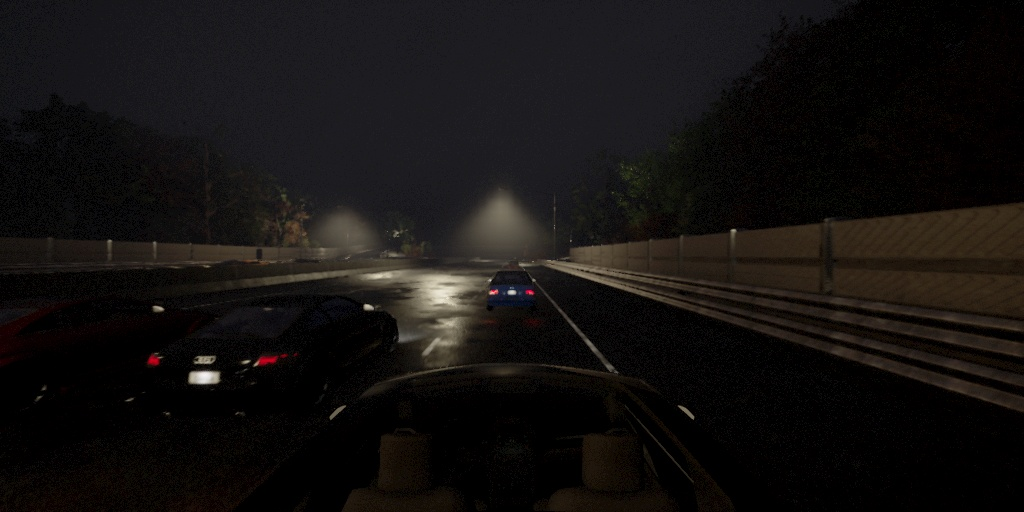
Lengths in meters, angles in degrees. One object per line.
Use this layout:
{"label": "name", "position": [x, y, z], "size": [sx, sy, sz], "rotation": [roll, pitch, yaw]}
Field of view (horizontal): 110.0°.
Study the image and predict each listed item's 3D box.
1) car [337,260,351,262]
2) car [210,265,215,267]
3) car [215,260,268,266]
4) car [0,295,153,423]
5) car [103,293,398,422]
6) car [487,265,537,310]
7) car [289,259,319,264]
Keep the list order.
{"label": "car", "position": [-24.546, 1.242, 52.550], "size": [1.994, 1.385, 4.181], "rotation": [0, 0, 1]}
{"label": "car", "position": [-31.532, 1.210, 40.186], "size": [1.812, 1.442, 4.674], "rotation": [0, 1, 0]}
{"label": "car", "position": [-28.022, 1.164, 37.740], "size": [1.882, 1.535, 5.008], "rotation": [0, 1, 0]}
{"label": "car", "position": [-6.899, 1.302, 5.756], "size": [1.994, 1.385, 4.181], "rotation": [0, 0, 0]}
{"label": "car", "position": [-3.398, 1.302, 5.966], "size": [1.994, 1.385, 4.181], "rotation": [0, 0, 0]}
{"label": "car", "position": [-0.005, 1.266, 14.483], "size": [2.033, 1.411, 5.357], "rotation": [0, 0, 0]}
{"label": "car", "position": [-21.021, 1.044, 35.922], "size": [2.097, 1.767, 4.553], "rotation": [0, -1, 1]}
